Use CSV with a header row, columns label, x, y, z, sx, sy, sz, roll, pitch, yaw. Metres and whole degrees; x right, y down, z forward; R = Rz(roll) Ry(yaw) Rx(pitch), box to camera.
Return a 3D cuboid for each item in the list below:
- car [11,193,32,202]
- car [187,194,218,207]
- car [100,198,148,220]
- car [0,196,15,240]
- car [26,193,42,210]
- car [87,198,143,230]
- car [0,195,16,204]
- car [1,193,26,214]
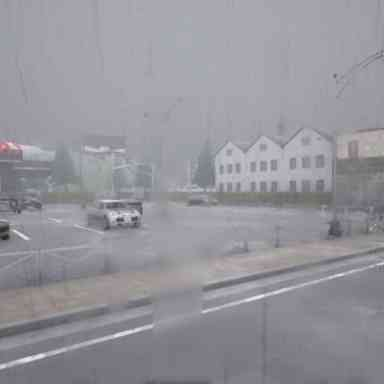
label,x,y,z,sx,sy,sz,roll,pitch,yaw
car,-37.922,1.259,73.958,3.866,1.878,1.905,0,0,-36
car,1.336,1.031,43.278,2.097,1.767,4.553,0,0,-35
car,-5.497,1.253,26.407,2.007,1.523,4.514,0,0,-36
car,-9.420,1.164,14.550,2.152,1.636,5.027,0,0,-36
car,-18.859,1.051,38.836,1.905,1.878,3.866,0,0,-36
car,-4.384,1.208,18.541,1.970,1.475,3.806,0,0,-36
car,-38.163,1.450,66.830,4.611,1.667,2.242,0,0,-36
car,-16.963,1.090,30.523,1.932,1.855,4.605,0,0,-36
